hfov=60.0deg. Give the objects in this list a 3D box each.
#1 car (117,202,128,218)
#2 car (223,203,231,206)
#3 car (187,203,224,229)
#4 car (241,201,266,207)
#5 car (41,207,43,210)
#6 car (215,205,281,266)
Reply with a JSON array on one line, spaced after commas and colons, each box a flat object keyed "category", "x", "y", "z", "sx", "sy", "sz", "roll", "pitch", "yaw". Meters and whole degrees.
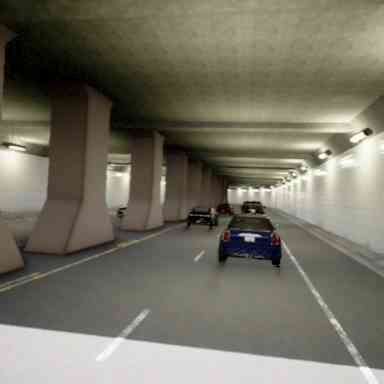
[{"category": "car", "x": -5.255, "y": 1.610, "z": 30.544, "sx": 2.128, "sy": 1.511, "sz": 4.902, "roll": 3, "pitch": -1, "yaw": 11}, {"category": "car", "x": 4.226, "y": 2.175, "z": 42.572, "sx": 1.882, "sy": 1.535, "sz": 5.008, "roll": 3, "pitch": -1, "yaw": 11}, {"category": "car", "x": 0.881, "y": 1.823, "z": 24.594, "sx": 2.128, "sy": 1.511, "sz": 4.902, "roll": 3, "pitch": -1, "yaw": 11}, {"category": "car", "x": 5.721, "y": 1.857, "z": 31.428, "sx": 2.150, "sy": 2.045, "sz": 5.566, "roll": 3, "pitch": -1, "yaw": 11}, {"category": "car", "x": -9.704, "y": 1.336, "z": 25.973, "sx": 1.882, "sy": 1.535, "sz": 5.008, "roll": 3, "pitch": -1, "yaw": 11}, {"category": "car", "x": 2.287, "y": 1.611, "z": 13.000, "sx": 2.097, "sy": 1.767, "sz": 4.553, "roll": 3, "pitch": -1, "yaw": 11}]
